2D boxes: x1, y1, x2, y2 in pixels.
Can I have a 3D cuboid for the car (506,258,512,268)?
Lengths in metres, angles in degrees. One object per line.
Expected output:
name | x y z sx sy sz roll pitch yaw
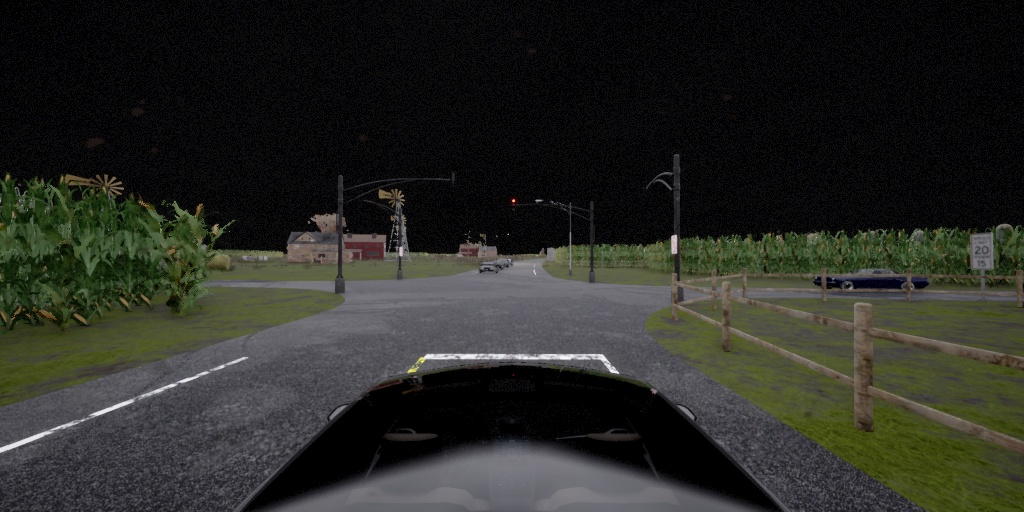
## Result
car | -1.575 1.085 61.369 2.097 1.767 4.553 0 0 4

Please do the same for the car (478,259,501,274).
car | -2.675 1.311 41.466 1.994 1.385 4.181 0 0 2

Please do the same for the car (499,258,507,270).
car | -2.194 1.342 51.312 1.895 1.301 4.718 0 0 3

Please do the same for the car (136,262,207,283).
car | -24.174 1.195 25.354 4.902 1.511 2.128 0 -1 10

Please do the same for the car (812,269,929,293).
car | 20.394 1.401 20.634 4.718 1.301 1.895 0 -1 9
